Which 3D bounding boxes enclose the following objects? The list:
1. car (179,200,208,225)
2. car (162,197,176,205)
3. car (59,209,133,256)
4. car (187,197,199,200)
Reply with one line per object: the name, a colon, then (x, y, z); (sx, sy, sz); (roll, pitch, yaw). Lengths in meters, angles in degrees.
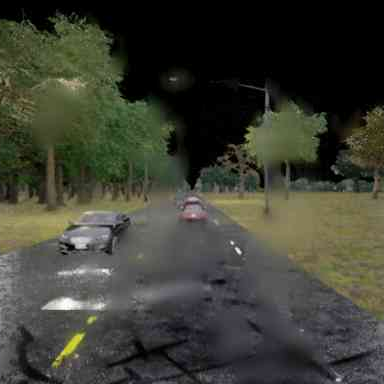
car: (0.106, 1.520, 23.943); (1.994, 1.385, 4.181); (0, 0, 0)
car: (-3.547, 1.422, 53.069); (1.994, 1.385, 4.181); (0, 0, 0)
car: (-3.595, 1.472, 13.176); (2.128, 1.511, 4.902); (0, 0, 0)
car: (0.097, 1.377, 41.849); (1.882, 1.535, 5.008); (0, 0, 0)
